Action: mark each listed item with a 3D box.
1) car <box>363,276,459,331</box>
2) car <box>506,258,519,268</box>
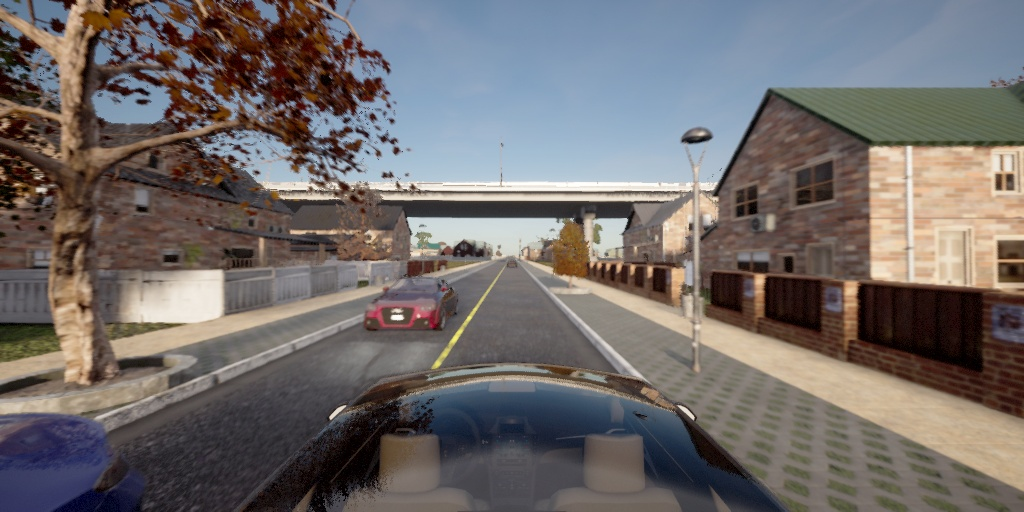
[{"bbox_3d":[-2.811,1.316,10.823,1.994,1.385,4.181,0,0,0],"label":"car"},{"bbox_3d":[0.024,1.246,61.034,1.837,1.490,4.892,0,0,0],"label":"car"}]
